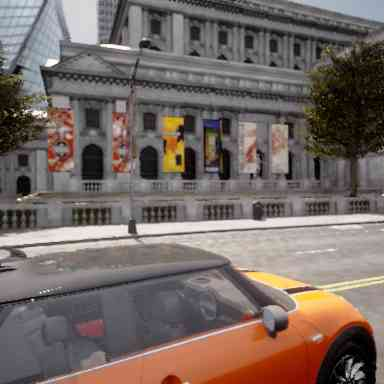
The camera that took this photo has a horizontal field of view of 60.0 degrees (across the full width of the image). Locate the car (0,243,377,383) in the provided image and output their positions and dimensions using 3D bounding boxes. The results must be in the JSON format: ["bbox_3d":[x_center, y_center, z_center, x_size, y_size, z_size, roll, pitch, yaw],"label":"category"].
[{"bbox_3d":[-0.229,1.322,3.258,4.553,1.767,2.097,-1,1,-33],"label":"car"}]

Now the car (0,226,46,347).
[{"bbox_3d":[-4.867,1.486,4.568,4.902,1.511,2.128,-1,1,-36],"label":"car"}]
